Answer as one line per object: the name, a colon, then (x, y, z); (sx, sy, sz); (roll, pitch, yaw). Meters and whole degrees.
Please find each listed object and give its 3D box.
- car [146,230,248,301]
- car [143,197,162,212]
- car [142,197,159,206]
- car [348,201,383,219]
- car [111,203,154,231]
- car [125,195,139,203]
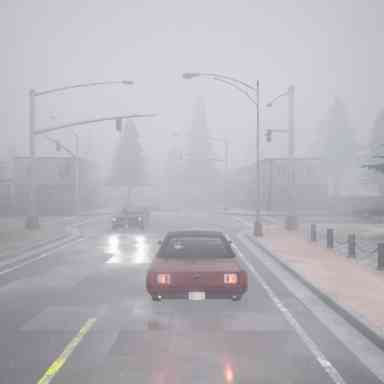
car: (0.071, 1.601, 8.268); (1.895, 1.301, 4.718); (0, 0, -1)
car: (-4.452, 1.513, 38.913); (2.033, 1.411, 5.357); (0, 0, -2)
car: (-6.790, 1.529, 54.041); (1.994, 1.385, 4.181); (0, 0, -16)
car: (15.762, 1.476, 27.933); (4.902, 1.511, 2.128); (0, 0, 2)
car: (-3.685, 1.596, 20.750); (1.895, 1.301, 4.718); (0, 0, -1)
car: (-12.403, 1.465, 68.133); (1.837, 1.490, 4.892); (0, 0, -26)
